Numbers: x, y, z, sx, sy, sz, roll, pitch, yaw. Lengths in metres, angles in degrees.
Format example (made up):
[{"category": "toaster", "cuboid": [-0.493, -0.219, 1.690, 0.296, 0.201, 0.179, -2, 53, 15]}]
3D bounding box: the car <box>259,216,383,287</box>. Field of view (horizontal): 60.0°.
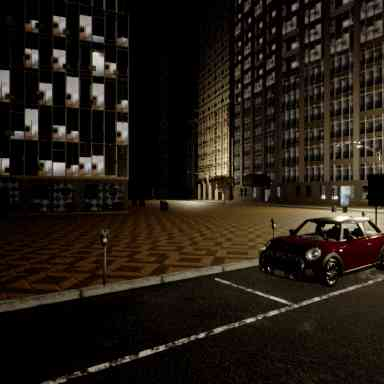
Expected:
[{"category": "car", "cuboid": [3.741, 1.439, 9.234, 4.097, 1.590, 1.967, 0, 0, -36]}]
